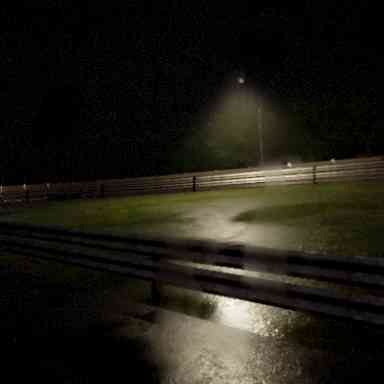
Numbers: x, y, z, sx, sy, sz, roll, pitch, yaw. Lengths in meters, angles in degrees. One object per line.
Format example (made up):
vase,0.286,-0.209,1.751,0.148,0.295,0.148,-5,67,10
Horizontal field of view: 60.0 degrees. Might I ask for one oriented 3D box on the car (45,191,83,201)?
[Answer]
car,-16.671,0.579,43.160,4.718,1.301,1.895,-4,-2,20
